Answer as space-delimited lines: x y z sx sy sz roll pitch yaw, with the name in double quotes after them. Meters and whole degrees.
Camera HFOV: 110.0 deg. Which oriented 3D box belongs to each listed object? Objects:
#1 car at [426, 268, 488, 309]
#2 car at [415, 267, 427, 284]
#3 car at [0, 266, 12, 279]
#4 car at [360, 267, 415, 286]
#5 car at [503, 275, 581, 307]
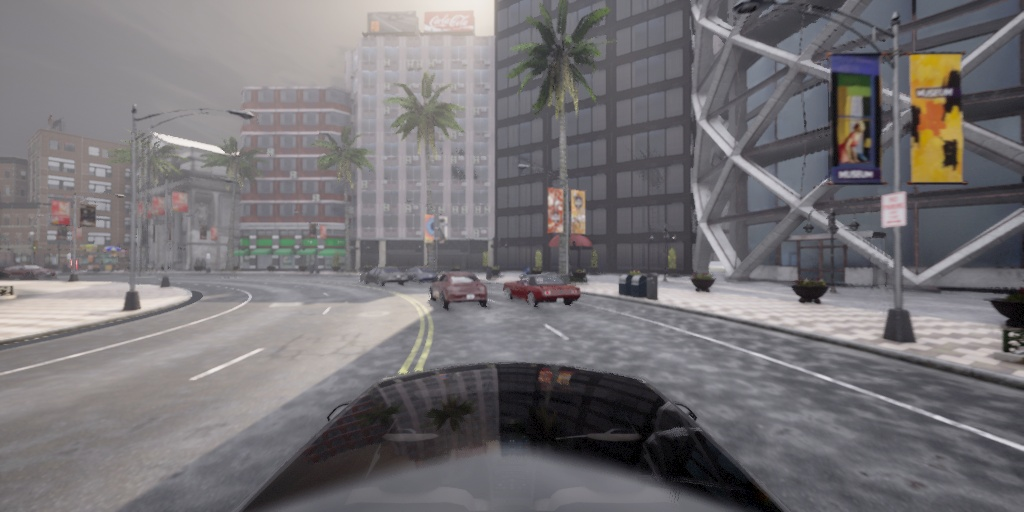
-2.444 1.422 15.983 1.812 1.442 4.674 0 0 -22 "car"
-8.169 1.616 31.056 4.181 1.385 1.994 0 -1 44 "car"
-53.175 1.699 35.362 4.718 1.301 1.895 0 -1 2 "car"
-10.043 1.569 28.045 2.033 1.411 5.357 1 -1 -44 "car"
1.152 1.503 16.438 1.895 1.301 4.718 0 -1 -21 "car"
